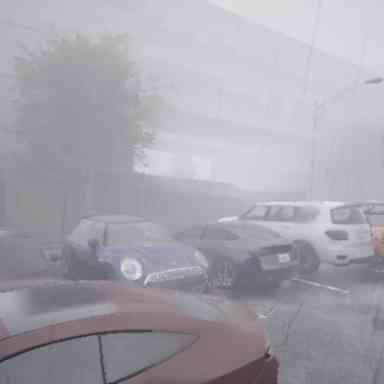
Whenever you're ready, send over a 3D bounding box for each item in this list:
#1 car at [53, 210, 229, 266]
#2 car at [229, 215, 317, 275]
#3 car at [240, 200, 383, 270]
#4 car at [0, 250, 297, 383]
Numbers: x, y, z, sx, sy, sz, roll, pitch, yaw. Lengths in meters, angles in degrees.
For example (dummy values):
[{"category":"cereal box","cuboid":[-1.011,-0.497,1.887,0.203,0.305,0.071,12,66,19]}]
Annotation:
[{"category":"car","cuboid":[-1.521,1.380,7.915,2.185,1.767,4.553,1,0,-35]},{"category":"car","cuboid":[0.756,1.558,9.531,2.163,1.488,4.792,1,0,-35]},{"category":"car","cuboid":[3.034,1.300,11.149,2.435,2.045,5.566,1,0,-35]},{"category":"car","cuboid":[-1.325,1.527,2.433,4.674,1.442,1.812,1,0,-35]}]
